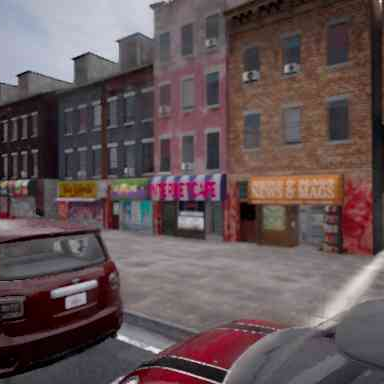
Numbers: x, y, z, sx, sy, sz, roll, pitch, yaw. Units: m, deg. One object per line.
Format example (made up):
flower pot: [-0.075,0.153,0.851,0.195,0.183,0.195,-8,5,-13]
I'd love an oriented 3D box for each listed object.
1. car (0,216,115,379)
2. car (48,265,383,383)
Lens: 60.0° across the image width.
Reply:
car: [-3.254,1.299,5.146,5.009,1.841,2.192,0,-1,36]
car: [1.255,1.440,1.926,4.097,1.590,1.967,0,-1,36]
